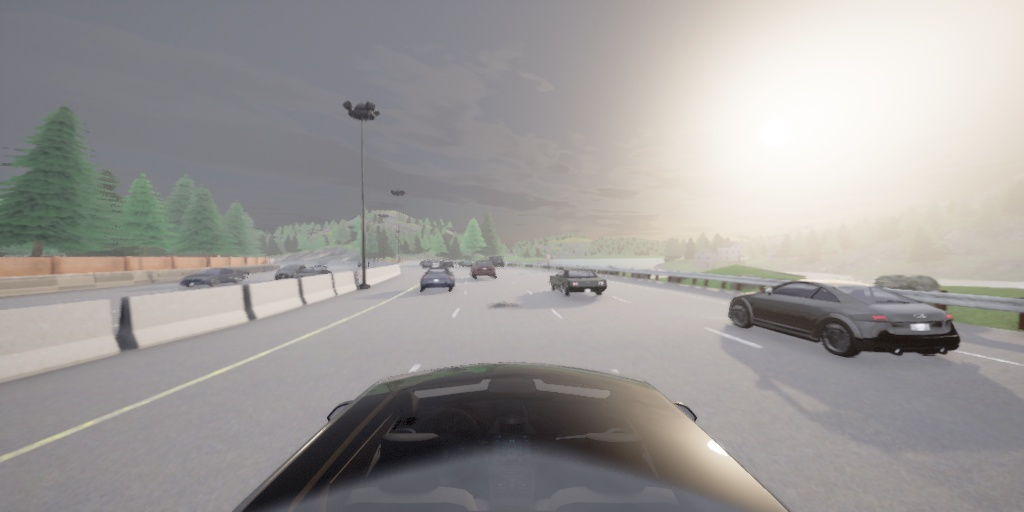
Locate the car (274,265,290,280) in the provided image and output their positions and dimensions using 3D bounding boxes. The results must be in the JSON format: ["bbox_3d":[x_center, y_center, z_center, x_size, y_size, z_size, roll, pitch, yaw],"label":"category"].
[{"bbox_3d":[-20.907,1.568,34.382,1.837,1.490,4.892,-1,0,-12],"label":"car"}]

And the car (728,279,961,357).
[{"bbox_3d":[7.036,1.212,8.257,1.994,1.385,4.181,-1,0,-2],"label":"car"}]

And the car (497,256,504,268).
[{"bbox_3d":[-3.125,1.029,63.035,2.150,2.045,5.566,0,0,-21],"label":"car"}]

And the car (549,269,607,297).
[{"bbox_3d":[3.239,1.306,18.677,1.895,1.301,4.718,-1,0,-6],"label":"car"}]

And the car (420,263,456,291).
[{"bbox_3d":[-4.626,1.386,22.678,1.994,1.385,4.181,-1,0,-7],"label":"car"}]

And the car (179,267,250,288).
[{"bbox_3d":[-23.253,1.644,28.168,2.033,1.411,5.357,-1,0,-9],"label":"car"}]

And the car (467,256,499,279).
[{"bbox_3d":[-2.825,1.149,34.008,2.097,1.767,4.553,-1,0,-11],"label":"car"}]

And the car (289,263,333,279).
[{"bbox_3d":[-16.531,1.563,30.160,1.994,1.385,4.181,-1,0,-10],"label":"car"}]
